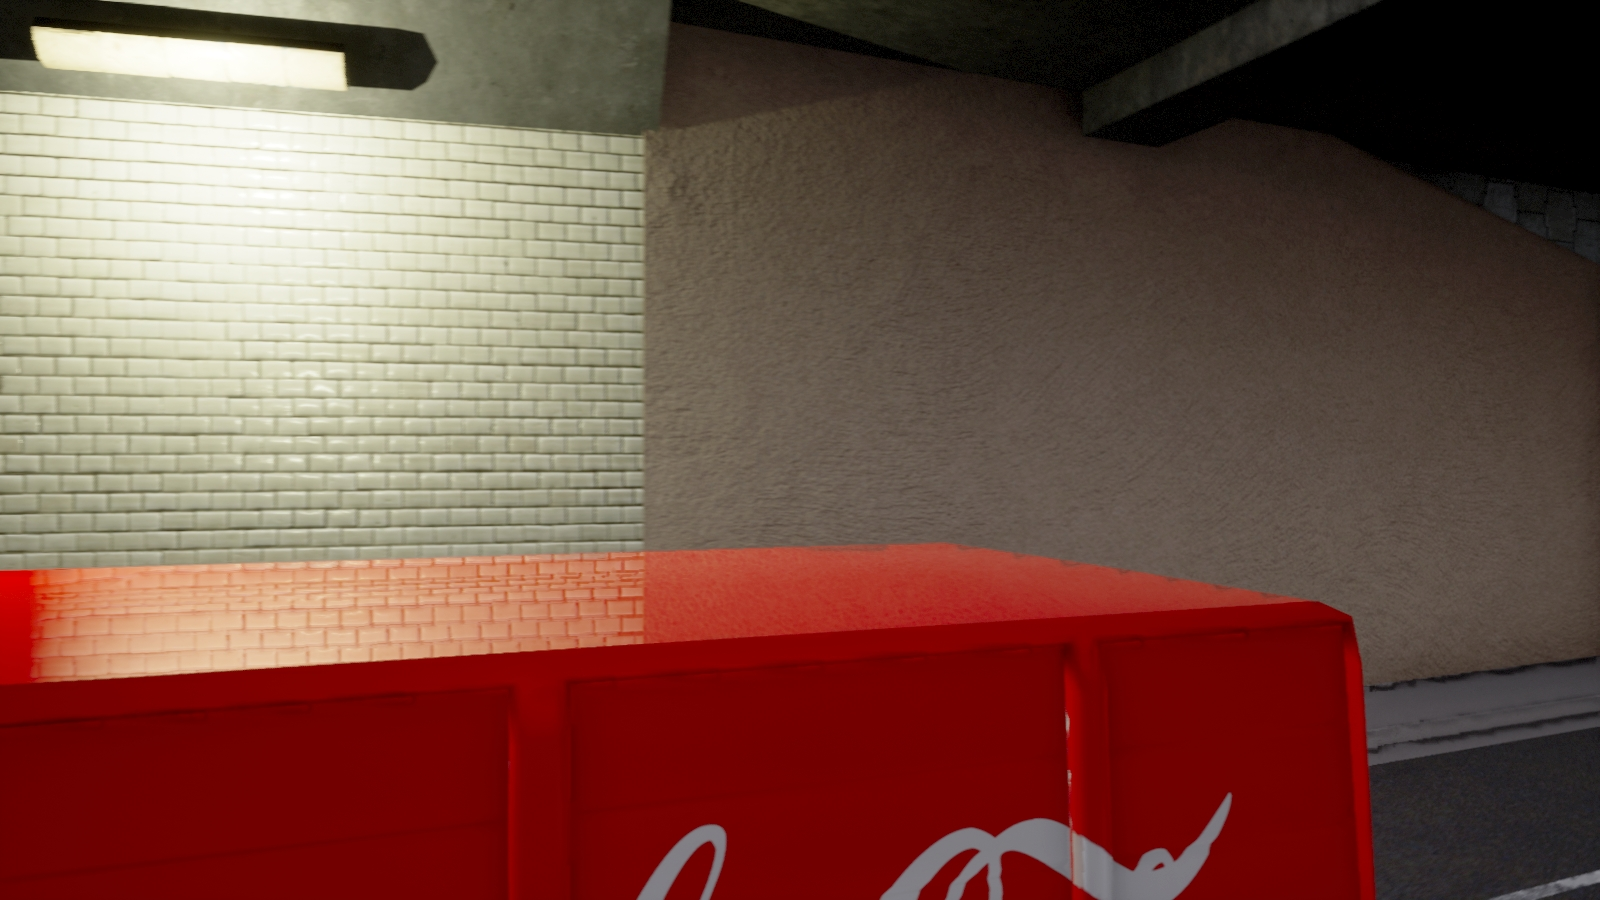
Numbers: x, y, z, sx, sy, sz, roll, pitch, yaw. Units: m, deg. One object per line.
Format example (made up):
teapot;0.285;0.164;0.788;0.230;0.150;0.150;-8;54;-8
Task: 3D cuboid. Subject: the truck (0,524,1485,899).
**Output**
truck;-1.425;1.569;2.737;5.204;2.467;2.627;0;0;-21
